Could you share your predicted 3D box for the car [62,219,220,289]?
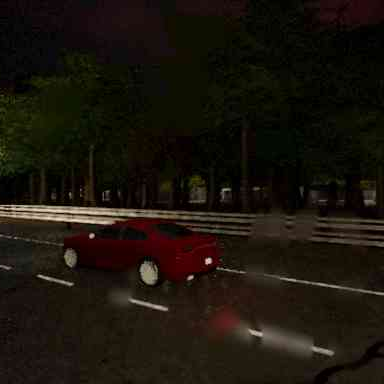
[{"bbox_3d":[-1.623,1.505,9.327,5.008,1.535,1.882,0,0,36],"label":"car"}]
